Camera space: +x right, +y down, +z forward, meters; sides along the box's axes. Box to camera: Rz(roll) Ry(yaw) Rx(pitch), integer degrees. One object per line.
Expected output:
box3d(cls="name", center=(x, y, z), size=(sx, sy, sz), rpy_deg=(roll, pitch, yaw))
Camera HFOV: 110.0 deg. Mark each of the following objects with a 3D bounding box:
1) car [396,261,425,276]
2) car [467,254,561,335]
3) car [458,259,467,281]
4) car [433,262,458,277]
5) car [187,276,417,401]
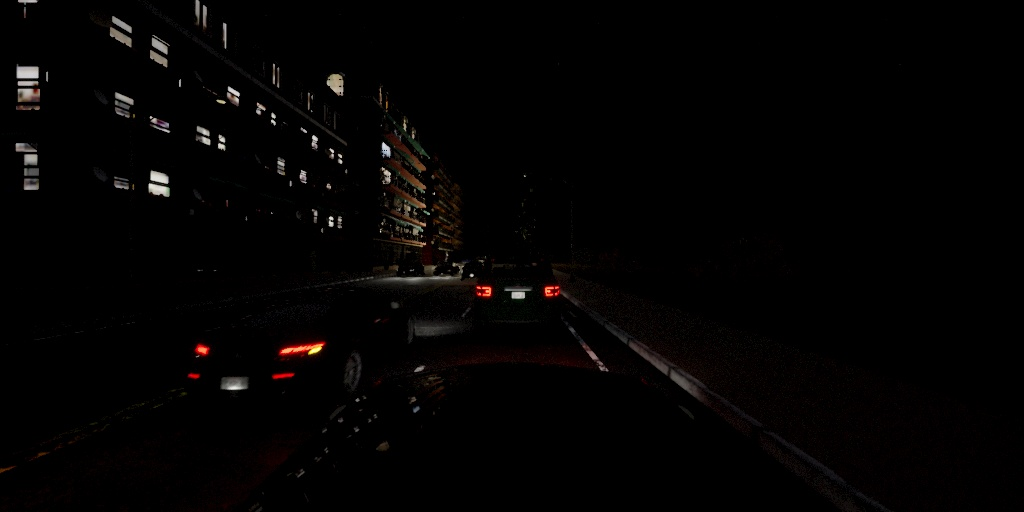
box3d(cls="car", center=(-9.854, 1.259, 35.149), size=(1.837, 1.490, 4.892), rpy_deg=(0, 0, 0))
box3d(cls="car", center=(0.100, 0.973, 10.715), size=(2.150, 2.045, 5.566), rpy_deg=(0, 0, -1))
box3d(cls="car", center=(-3.152, 1.258, 30.527), size=(1.837, 1.490, 4.892), rpy_deg=(0, 0, 0))
box3d(cls="car", center=(-6.603, 1.301, 36.487), size=(2.033, 1.411, 5.357), rpy_deg=(0, 0, 0))
box3d(cls="car", center=(-3.153, 1.276, 6.379), size=(1.812, 1.442, 4.674), rpy_deg=(0, 0, 0))
